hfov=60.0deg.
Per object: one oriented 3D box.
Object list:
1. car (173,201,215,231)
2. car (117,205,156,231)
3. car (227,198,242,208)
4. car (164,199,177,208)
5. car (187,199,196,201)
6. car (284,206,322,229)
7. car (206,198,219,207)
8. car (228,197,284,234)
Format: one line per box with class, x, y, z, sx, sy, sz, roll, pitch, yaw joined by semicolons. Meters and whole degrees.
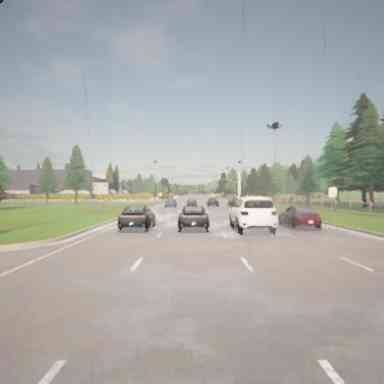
car;0.093;1.587;21.059;2.128;1.511;4.902;0;0;0
car;-3.406;1.587;21.052;2.128;1.511;4.902;0;0;0
car;6.984;1.748;54.560;1.837;1.490;4.892;0;0;0
car;-3.516;1.791;54.612;2.033;1.411;5.357;0;0;0
car;-0.016;1.793;54.960;2.033;1.411;5.357;0;0;0
car;7.094;1.624;22.154;1.812;1.442;4.674;0;0;0
car;3.484;1.752;55.425;1.837;1.490;4.892;0;0;0
car;3.593;1.313;20.187;2.150;2.045;5.566;0;0;0
